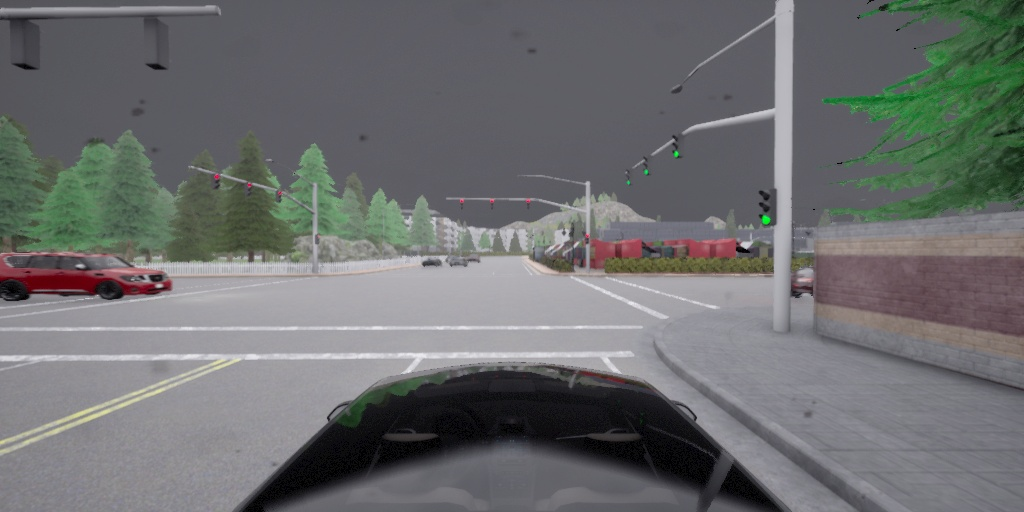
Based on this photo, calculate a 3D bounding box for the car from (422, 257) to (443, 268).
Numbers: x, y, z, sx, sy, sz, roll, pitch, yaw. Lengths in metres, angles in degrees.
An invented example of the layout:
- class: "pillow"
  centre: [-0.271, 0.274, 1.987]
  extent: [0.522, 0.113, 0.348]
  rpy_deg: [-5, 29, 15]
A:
- class: "car"
  centre: [-10.581, 0.833, 47.601]
  extent: [1.895, 1.301, 4.718]
  rpy_deg: [0, 1, 0]

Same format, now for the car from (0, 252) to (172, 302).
- class: "car"
  centre: [-17.991, 0.880, 15.133]
  extent: [5.566, 2.045, 2.150]
  rpy_deg: [1, 0, -8]

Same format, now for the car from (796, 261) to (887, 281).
- class: "car"
  centre: [23.224, 1.027, 25.432]
  extent: [4.718, 1.301, 1.895]
  rpy_deg: [0, 1, 0]

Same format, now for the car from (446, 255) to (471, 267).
- class: "car"
  centre: [-7.079, 0.792, 47.962]
  extent: [1.994, 1.385, 4.181]
  rpy_deg: [0, 1, 0]

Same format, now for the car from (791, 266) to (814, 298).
- class: "car"
  centre: [13.525, 1.085, 14.699]
  extent: [4.674, 1.442, 1.812]
  rpy_deg: [0, 1, -1]
